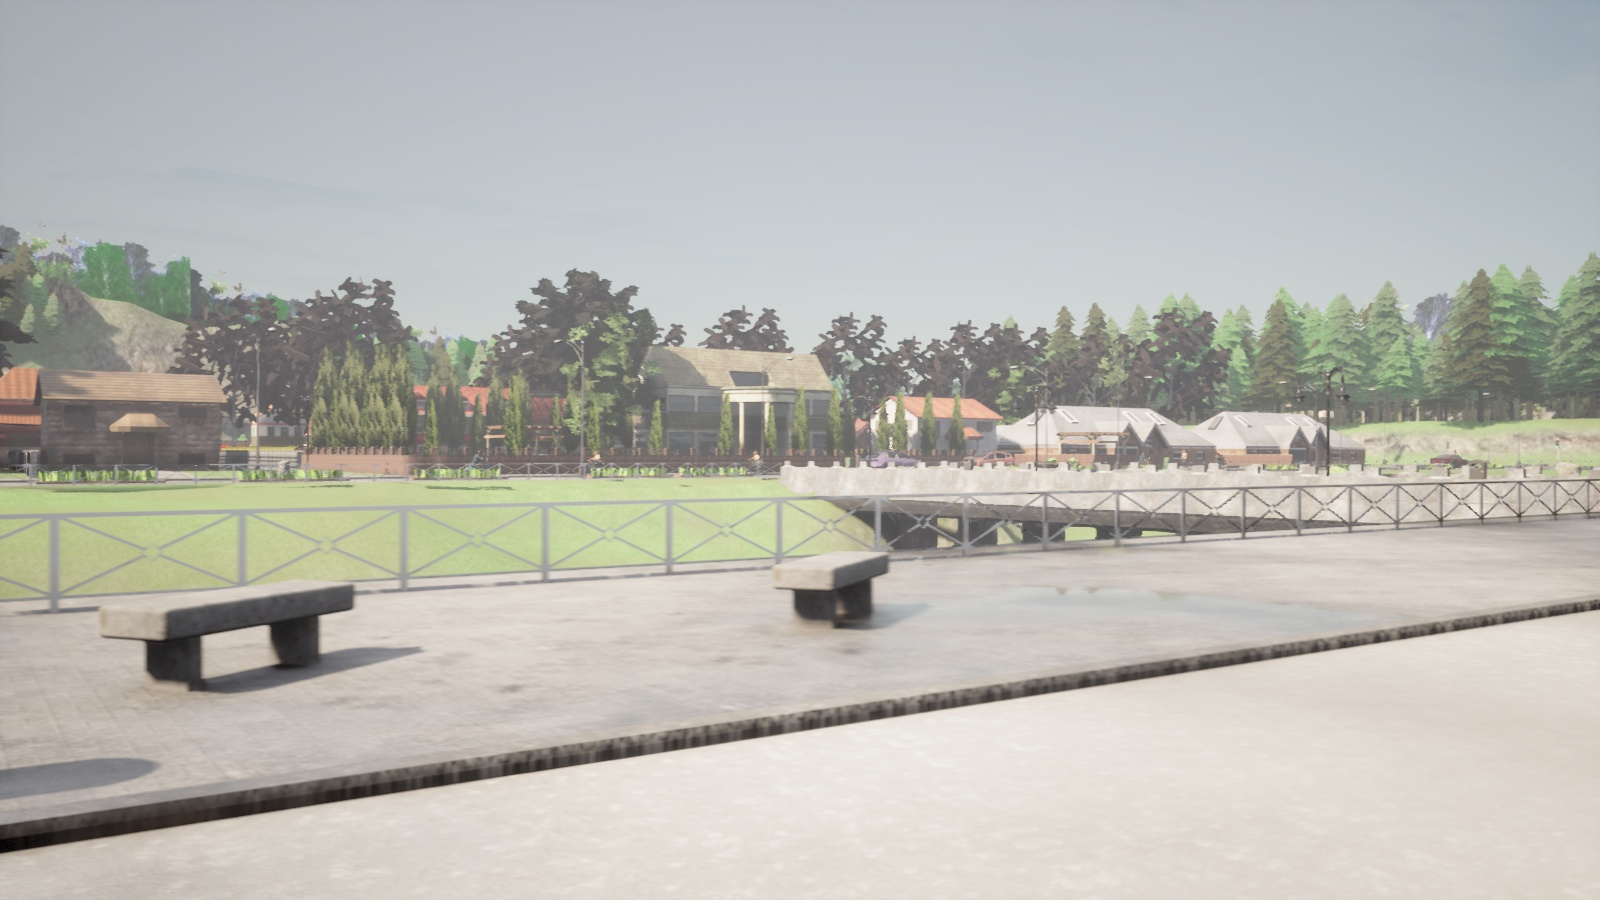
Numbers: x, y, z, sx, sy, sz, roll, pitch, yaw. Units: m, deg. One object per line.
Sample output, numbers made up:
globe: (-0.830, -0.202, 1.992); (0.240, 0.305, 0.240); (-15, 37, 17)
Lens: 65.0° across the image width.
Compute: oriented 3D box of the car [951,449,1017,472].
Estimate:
car: (13.791, 0.790, 93.896); (4.611, 1.667, 2.242); (0, 0, -35)

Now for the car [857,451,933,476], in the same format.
car: (6.329, 0.867, 83.830); (4.856, 1.649, 2.033); (0, 0, -35)
